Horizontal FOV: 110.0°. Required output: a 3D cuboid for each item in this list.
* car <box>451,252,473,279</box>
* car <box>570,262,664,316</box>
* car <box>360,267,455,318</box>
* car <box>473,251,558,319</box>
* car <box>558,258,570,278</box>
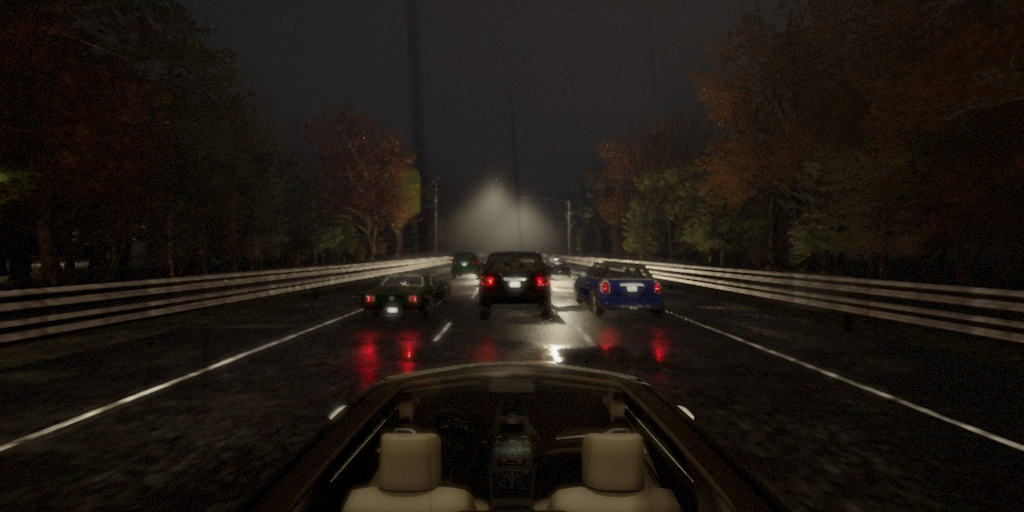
[{"bbox_3d":[-3.404,0.677,28.354,2.150,2.045,5.566,0,1,0],"label":"car"},{"bbox_3d":[3.591,0.981,12.813,2.097,1.767,4.553,0,1,0],"label":"car"},{"bbox_3d":[-3.407,1.234,12.476,1.895,1.301,4.718,0,1,0],"label":"car"},{"bbox_3d":[0.094,0.852,12.449,2.150,2.045,5.566,0,0,0],"label":"car"},{"bbox_3d":[3.595,0.937,29.209,2.128,1.511,4.902,0,1,0],"label":"car"}]
